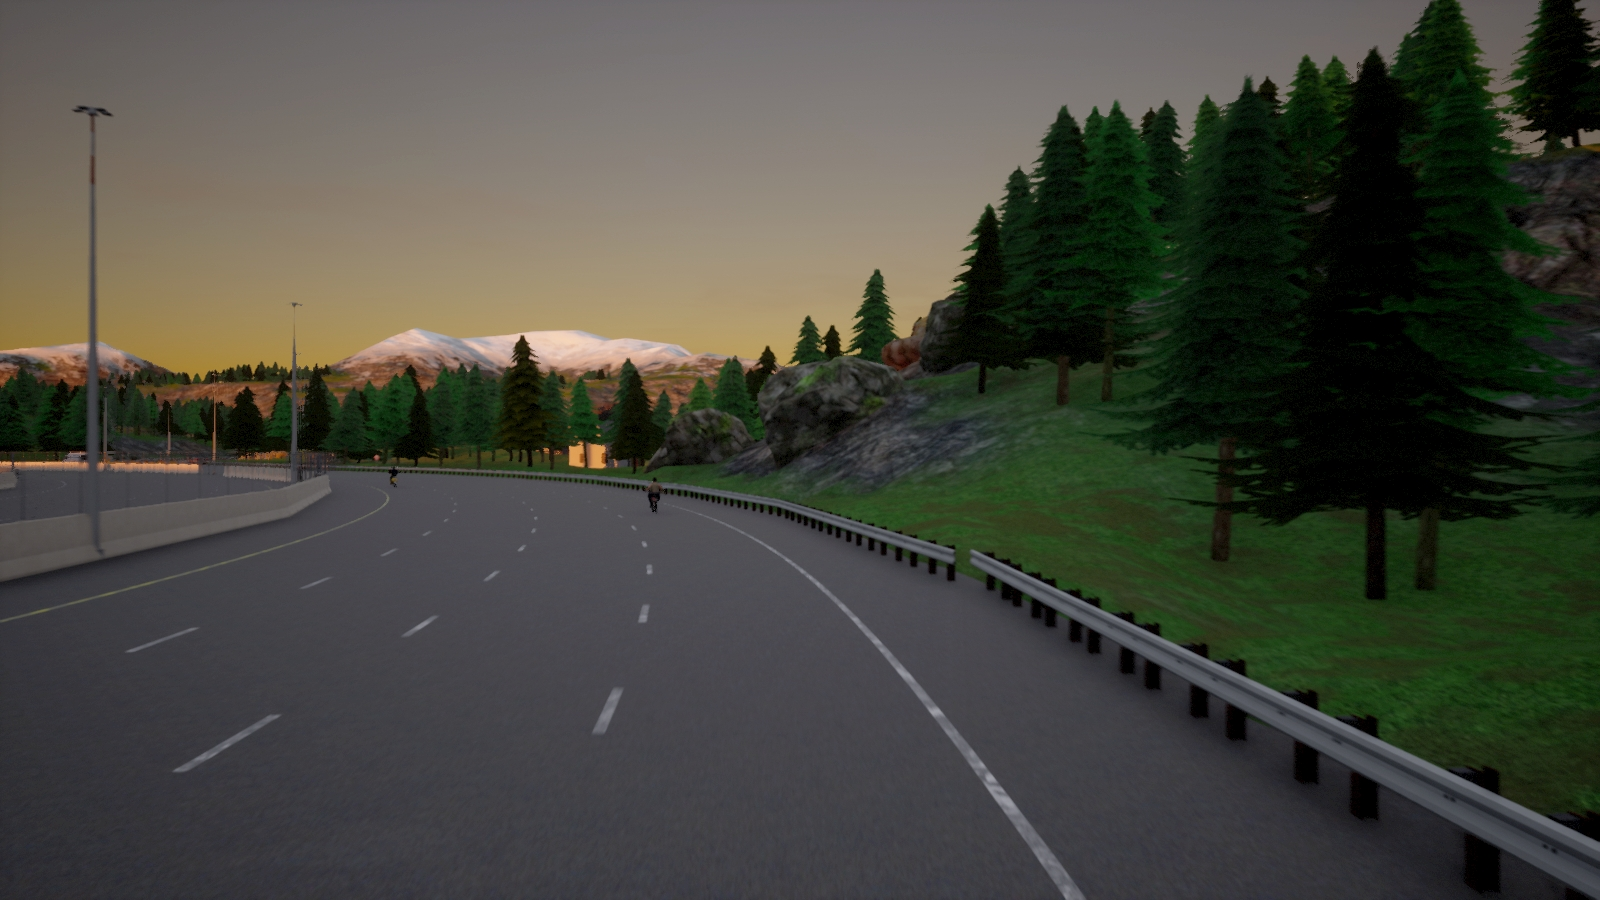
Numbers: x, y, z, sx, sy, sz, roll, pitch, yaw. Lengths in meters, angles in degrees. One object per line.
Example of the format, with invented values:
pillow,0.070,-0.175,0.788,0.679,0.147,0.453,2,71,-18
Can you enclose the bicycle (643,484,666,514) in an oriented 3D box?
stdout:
bicycle,-6.447,2.156,50.563,0.859,1.295,1.487,0,0,-14
